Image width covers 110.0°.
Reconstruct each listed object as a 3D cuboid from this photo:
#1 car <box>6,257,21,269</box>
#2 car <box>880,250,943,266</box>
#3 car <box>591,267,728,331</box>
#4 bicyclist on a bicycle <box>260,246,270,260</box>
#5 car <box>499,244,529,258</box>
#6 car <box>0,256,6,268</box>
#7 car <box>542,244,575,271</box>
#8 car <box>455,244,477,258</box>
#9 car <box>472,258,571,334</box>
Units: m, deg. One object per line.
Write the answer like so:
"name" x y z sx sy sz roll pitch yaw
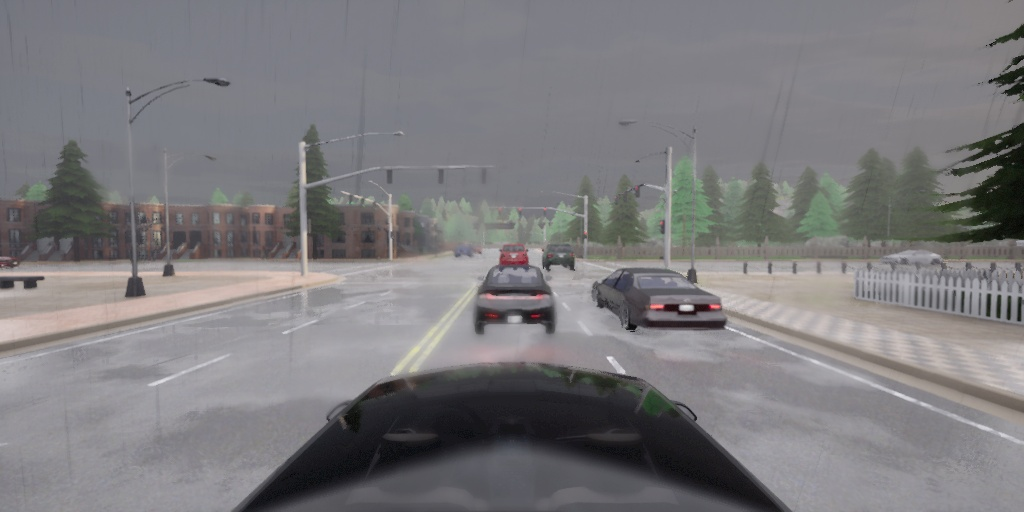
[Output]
"car" -42.208 0.335 27.935 5.008 1.535 1.882 -1 2 -21
"car" 37.704 0.169 33.859 4.674 1.442 1.812 0 2 0
"car" 3.583 1.019 9.820 2.033 1.411 5.357 0 2 1
"bicyclist on a bicycle" -28.725 -0.311 41.660 0.582 1.620 1.656 0 2 -1
"car" 0.151 0.040 28.848 2.150 2.045 5.566 0 2 0
"car" -40.013 0.434 25.033 5.008 1.535 1.882 -1 2 -19
"car" 3.651 0.040 28.841 2.150 2.045 5.566 0 2 0
"car" -6.940 -0.774 52.670 2.150 2.045 5.566 0 2 1
"car" 0.081 0.972 9.548 2.128 1.511 4.902 0 2 1
